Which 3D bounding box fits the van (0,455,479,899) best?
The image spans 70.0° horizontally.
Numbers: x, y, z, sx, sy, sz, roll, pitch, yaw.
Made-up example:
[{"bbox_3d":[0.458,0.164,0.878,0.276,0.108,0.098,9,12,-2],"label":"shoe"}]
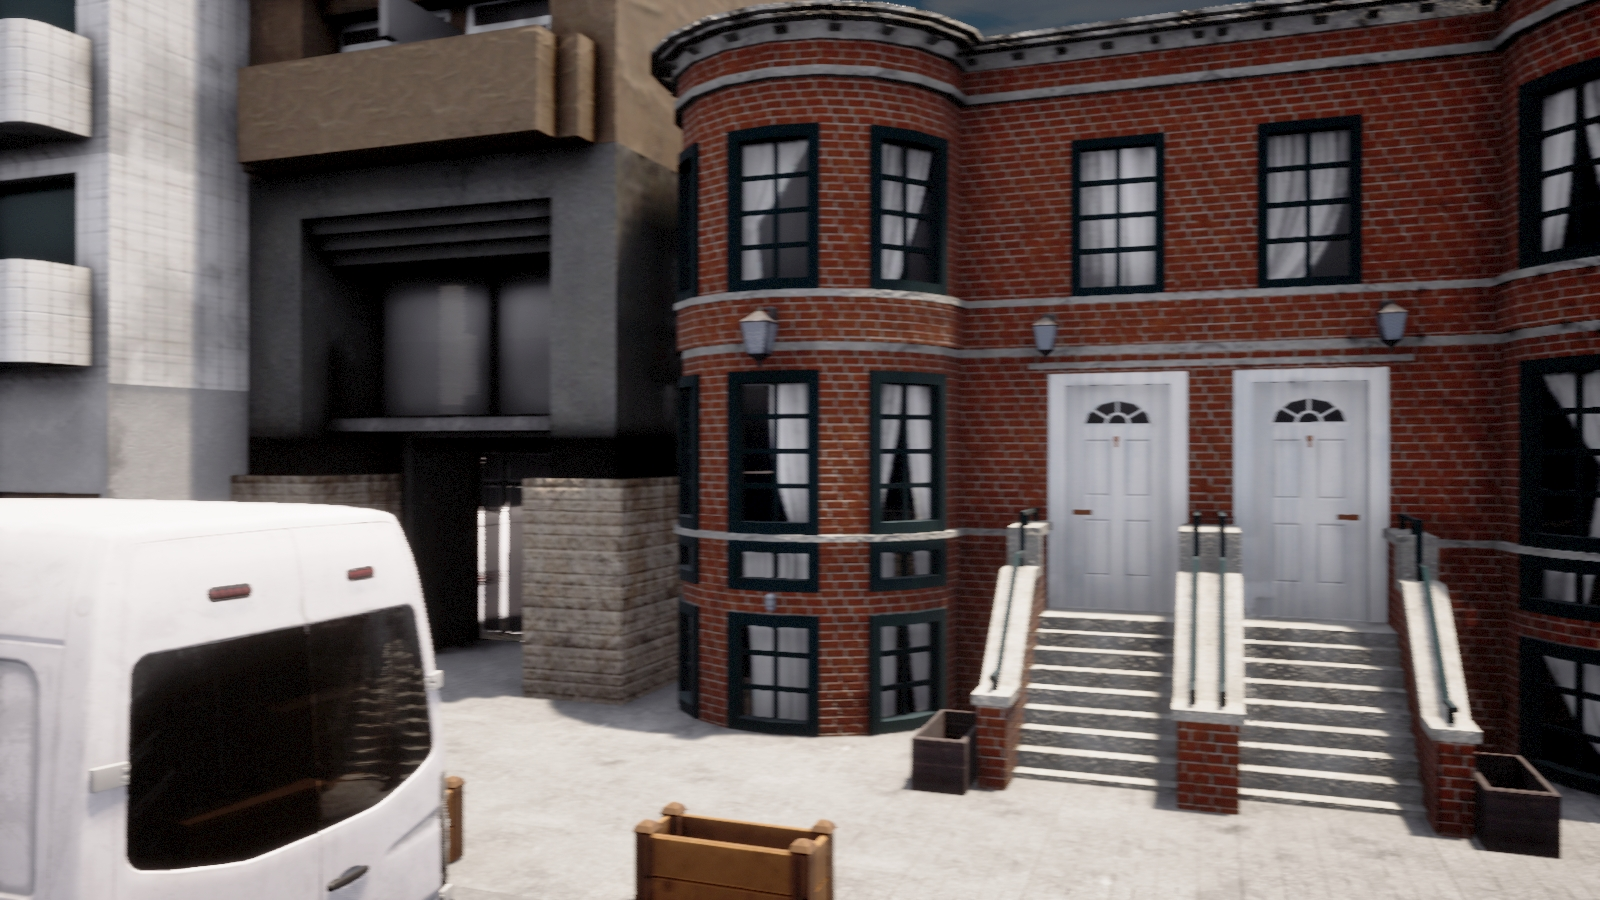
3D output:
[{"bbox_3d":[-4.648,1.309,5.522,5.915,2.561,1.988,0,0,20],"label":"van"}]
